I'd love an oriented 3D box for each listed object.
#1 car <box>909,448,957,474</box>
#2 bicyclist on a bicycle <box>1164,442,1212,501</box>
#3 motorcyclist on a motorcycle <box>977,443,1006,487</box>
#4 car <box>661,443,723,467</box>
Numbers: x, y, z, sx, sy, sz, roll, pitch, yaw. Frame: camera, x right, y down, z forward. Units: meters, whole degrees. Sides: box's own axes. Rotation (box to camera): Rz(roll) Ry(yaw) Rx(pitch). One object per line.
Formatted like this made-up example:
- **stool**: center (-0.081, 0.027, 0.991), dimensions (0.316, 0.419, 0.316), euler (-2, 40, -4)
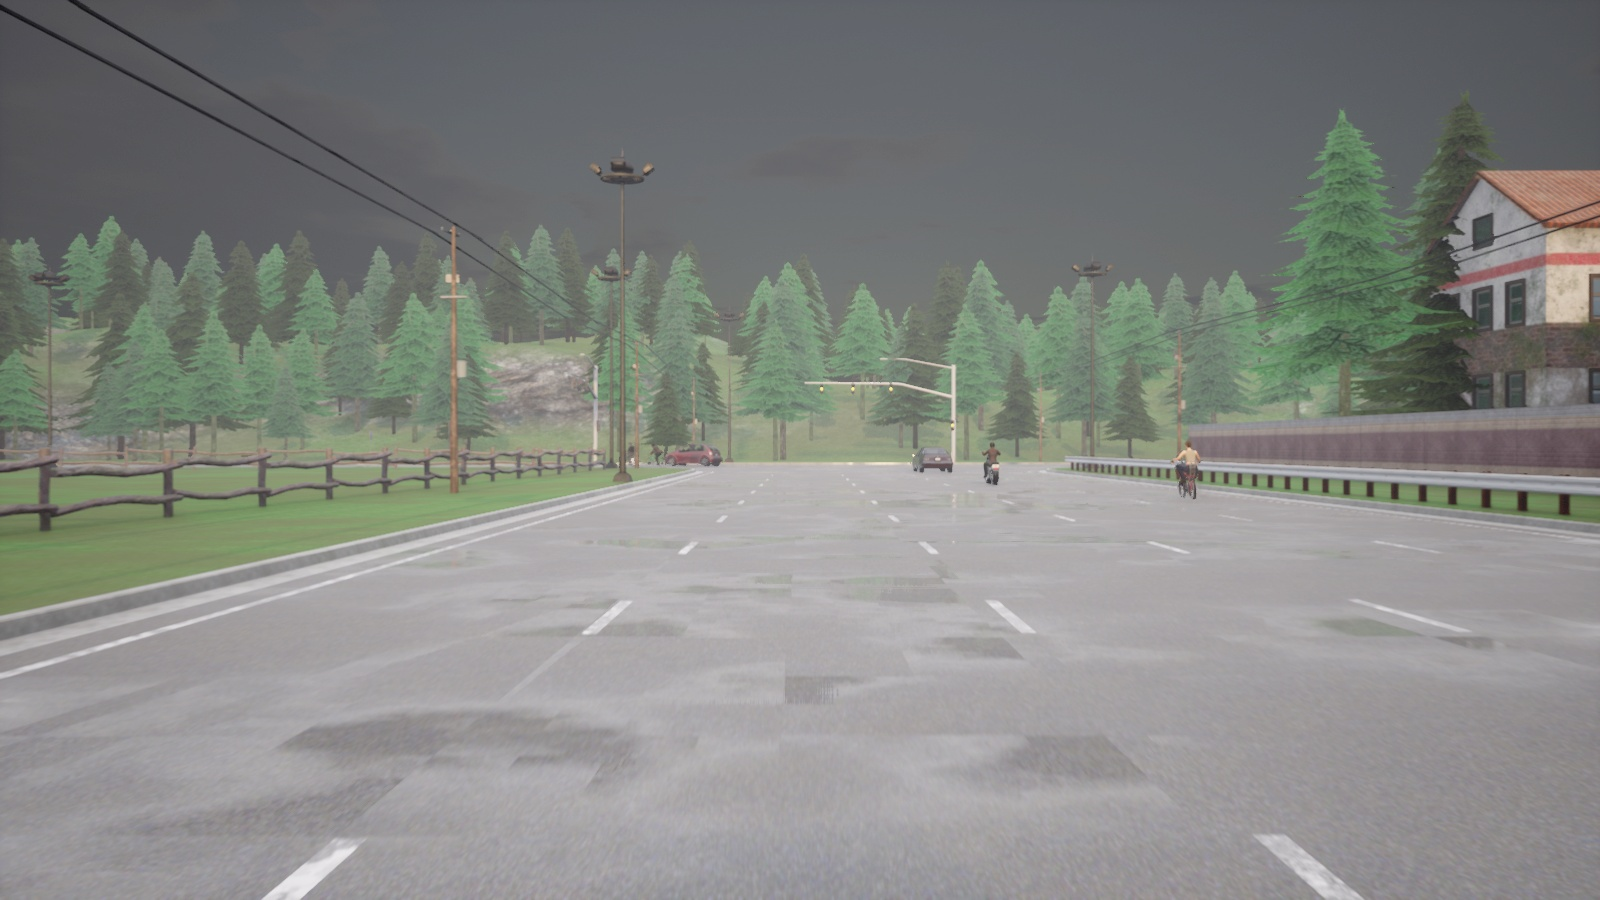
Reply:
- **car**: center (7.365, 0.571, 69.937), dimensions (2.033, 1.411, 5.357), euler (0, 0, -1)
- **bicyclist on a bicycle**: center (10.711, 0.579, 34.686), dimensions (0.866, 1.612, 1.509), euler (0, 0, 1)
- **motorcyclist on a motorcycle**: center (7.290, 0.547, 47.817), dimensions (0.766, 1.649, 2.350), euler (0, 0, 0)
- **car**: center (-7.706, 0.347, 89.228), dimensions (3.988, 1.617, 1.851), euler (0, 0, 23)
